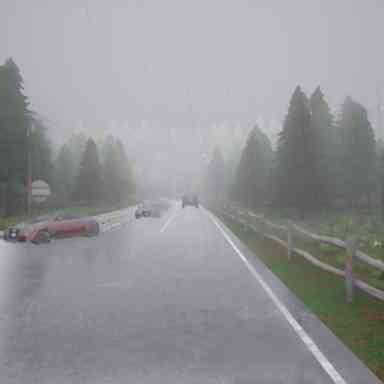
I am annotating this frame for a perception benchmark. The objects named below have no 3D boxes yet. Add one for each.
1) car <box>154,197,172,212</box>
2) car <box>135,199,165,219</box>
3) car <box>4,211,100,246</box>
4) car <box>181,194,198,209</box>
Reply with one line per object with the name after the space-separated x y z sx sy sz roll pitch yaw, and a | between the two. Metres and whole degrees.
-3.783 1.356 39.509 2.097 1.767 4.553 0 0 -1 | car
-3.644 1.562 28.454 1.994 1.385 4.181 0 0 -1 | car
-6.359 1.583 15.553 1.994 1.385 4.181 0 0 32 | car
-0.310 1.228 46.819 2.150 2.045 5.566 0 0 -2 | car
